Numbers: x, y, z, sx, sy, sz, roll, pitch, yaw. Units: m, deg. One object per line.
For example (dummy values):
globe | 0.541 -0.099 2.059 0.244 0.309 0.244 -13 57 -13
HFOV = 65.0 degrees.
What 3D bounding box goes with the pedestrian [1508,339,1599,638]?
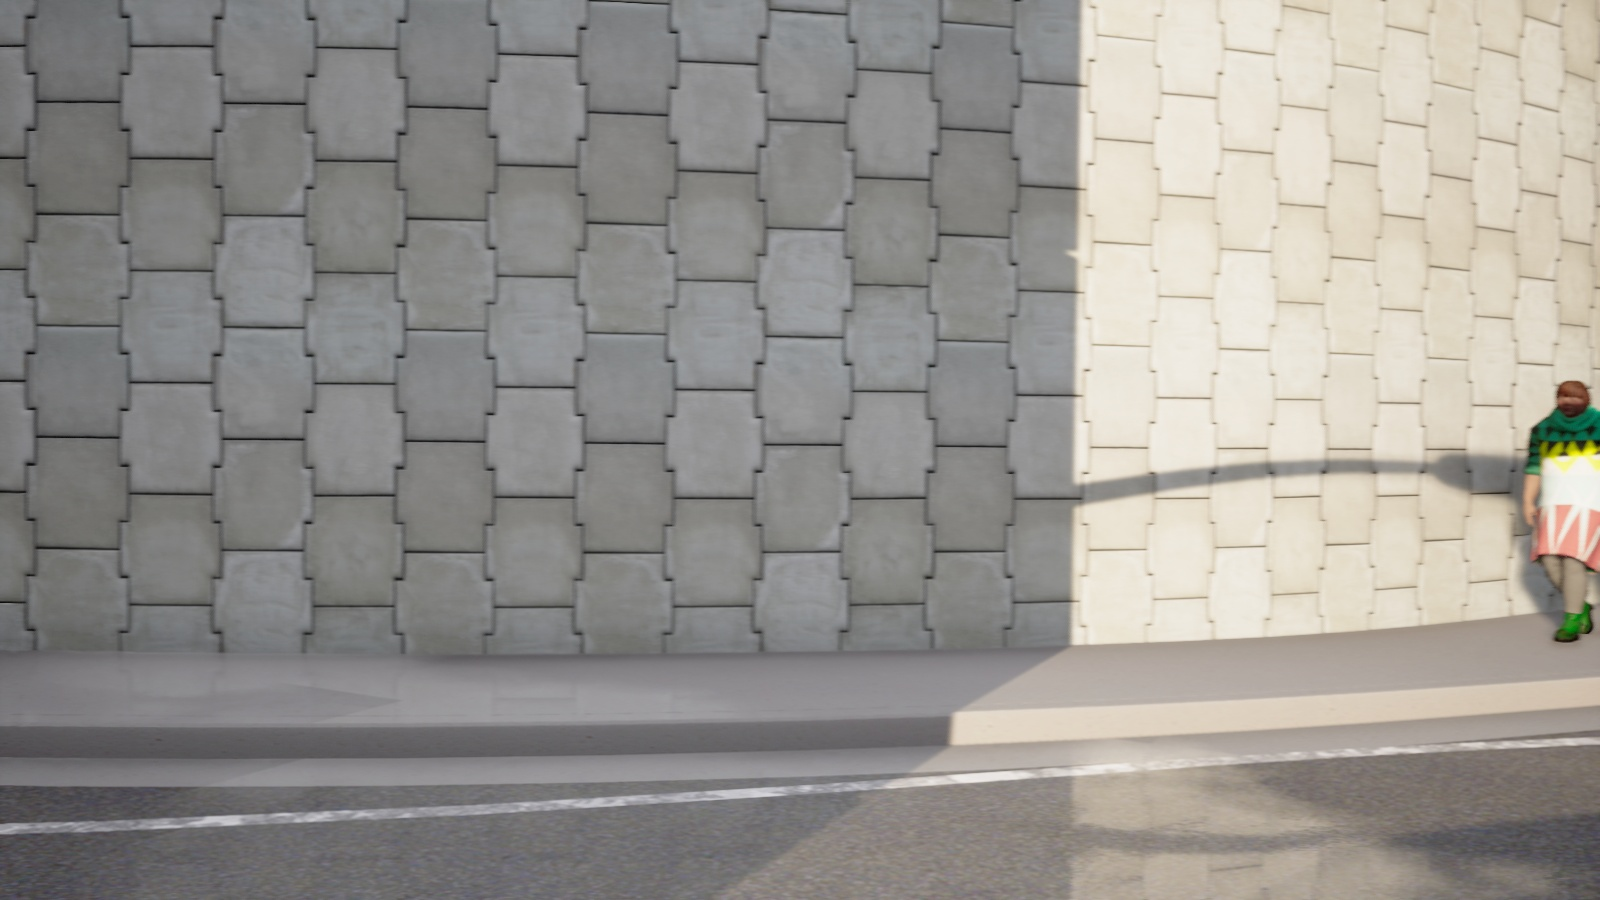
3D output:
pedestrian | 5.434 0.242 8.638 0.873 1.952 0.659 -1 1 -34
